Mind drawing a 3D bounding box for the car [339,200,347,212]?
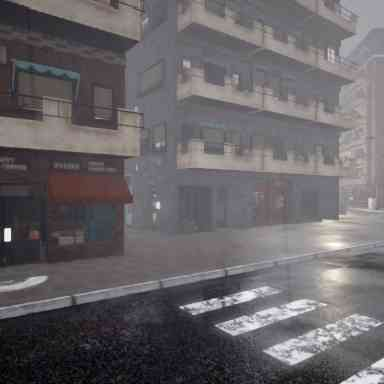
[{"bbox_3d":[18.403,1.702,42.980,1.882,1.535,5.008,0,0,5],"label":"car"}]
